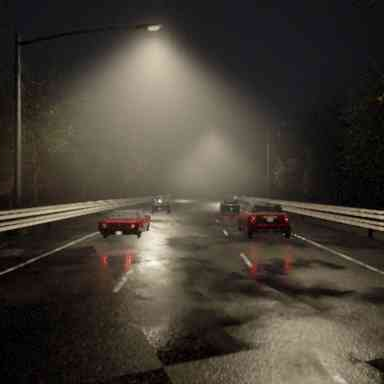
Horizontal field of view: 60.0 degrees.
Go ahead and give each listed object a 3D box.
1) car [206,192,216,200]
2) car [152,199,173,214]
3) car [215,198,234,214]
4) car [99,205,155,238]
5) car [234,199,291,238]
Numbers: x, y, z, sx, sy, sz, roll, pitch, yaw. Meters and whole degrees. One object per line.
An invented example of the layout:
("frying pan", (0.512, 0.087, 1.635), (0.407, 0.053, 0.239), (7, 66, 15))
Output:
("car", (5.378, 1.307, 88.580), (2.033, 1.649, 4.856), (0, 0, 2))
("car", (-3.095, 1.449, 34.791), (2.128, 1.511, 4.902), (0, 0, 1))
("car", (3.906, 1.450, 34.798), (2.128, 1.511, 4.902), (0, 0, 1))
("car", (-3.317, 1.580, 17.393), (1.895, 1.301, 4.718), (0, 0, 0))
("car", (3.689, 1.332, 17.724), (2.097, 1.767, 4.553), (0, 0, 0))
